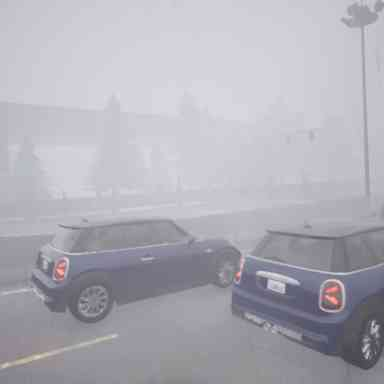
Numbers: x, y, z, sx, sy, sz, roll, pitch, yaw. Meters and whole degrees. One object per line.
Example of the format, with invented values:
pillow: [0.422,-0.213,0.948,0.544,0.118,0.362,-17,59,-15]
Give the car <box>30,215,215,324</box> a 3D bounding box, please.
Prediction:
car: [-0.986,1.311,7.374,4.553,1.767,2.097,-1,1,-37]

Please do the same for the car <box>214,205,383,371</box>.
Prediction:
car: [2.869,1.256,5.843,4.553,1.767,2.097,-2,1,-36]
